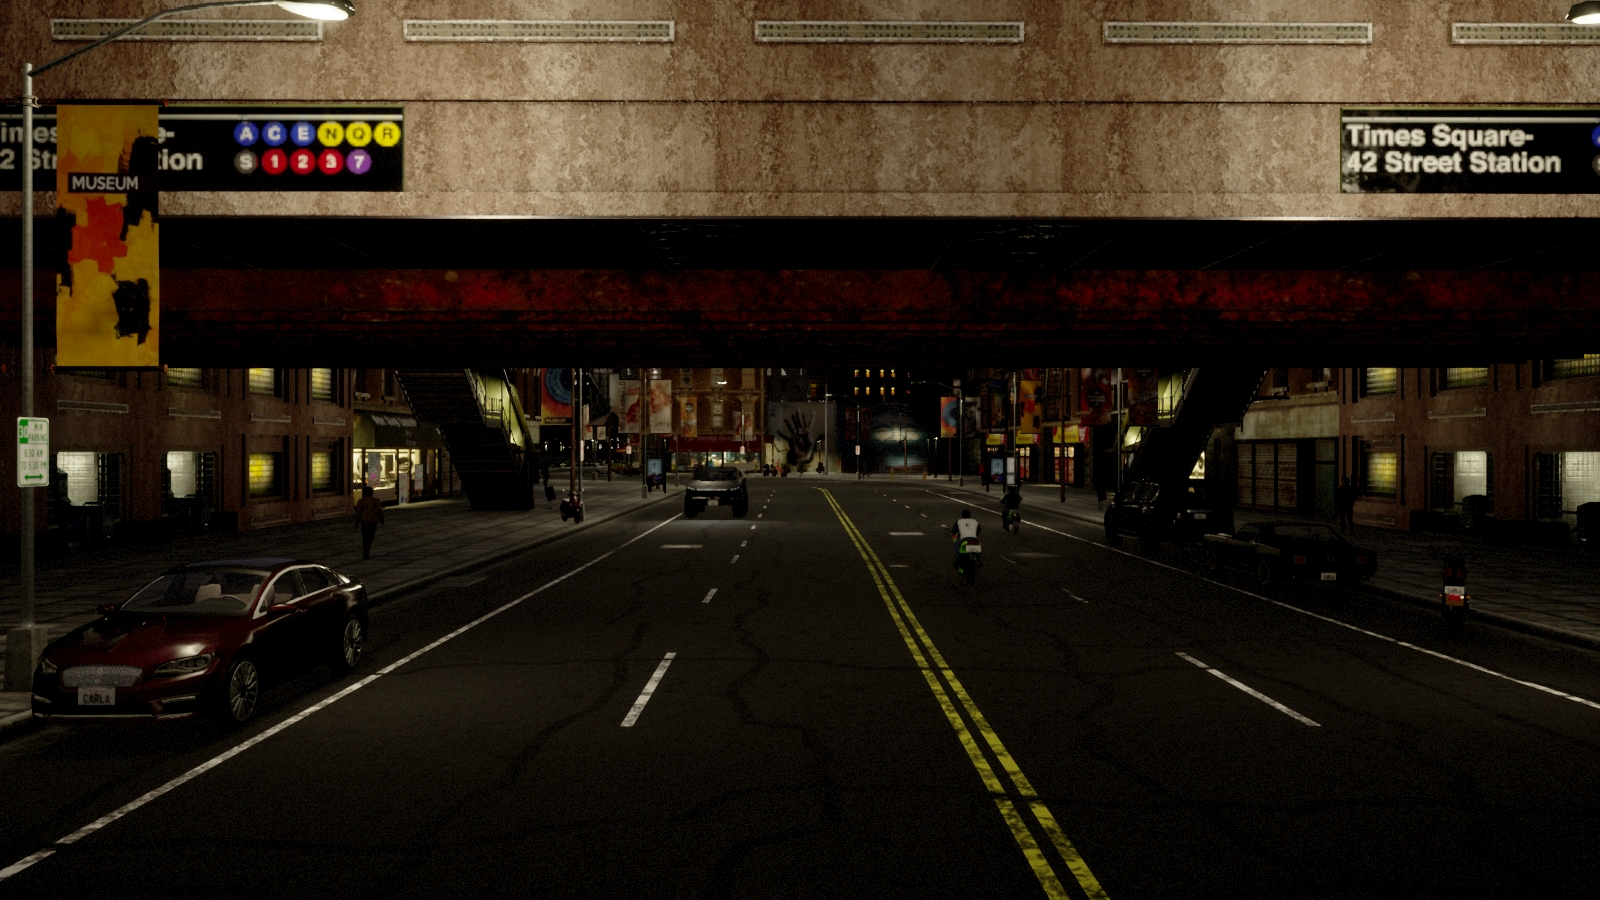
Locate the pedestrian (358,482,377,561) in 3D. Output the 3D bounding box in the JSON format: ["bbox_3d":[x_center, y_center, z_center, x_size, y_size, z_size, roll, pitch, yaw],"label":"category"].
[{"bbox_3d":[-10.303,1.696,27.207,0.375,1.860,0.375,0,0,-13],"label":"pedestrian"}]

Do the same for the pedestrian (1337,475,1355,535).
[{"bbox_3d":[16.895,1.699,35.359,0.375,1.860,0.375,0,0,6],"label":"pedestrian"}]
